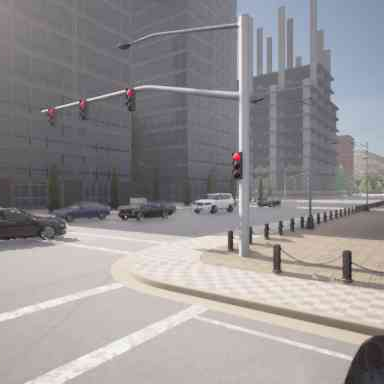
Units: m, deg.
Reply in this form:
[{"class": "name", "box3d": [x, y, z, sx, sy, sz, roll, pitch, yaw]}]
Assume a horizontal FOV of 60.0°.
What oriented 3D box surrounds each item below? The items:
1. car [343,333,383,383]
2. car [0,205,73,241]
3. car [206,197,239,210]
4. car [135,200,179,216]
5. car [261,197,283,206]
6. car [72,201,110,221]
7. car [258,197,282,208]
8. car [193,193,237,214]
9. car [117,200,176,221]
[{"class": "car", "box3d": [3.017, 1.564, 1.816, 4.181, 1.385, 1.994, 0, 0, 36]}, {"class": "car", "box3d": [-8.170, 1.448, 14.687, 4.892, 1.490, 1.837, 0, 2, -37]}, {"class": "car", "box3d": [4.023, 1.432, 42.991, 2.128, 1.511, 4.902, 0, 0, 36]}, {"class": "car", "box3d": [-3.404, 1.505, 32.695, 1.994, 1.385, 4.181, 0, 0, 36]}, {"class": "car", "box3d": [13.483, 1.584, 55.959, 1.895, 1.301, 4.718, 0, 0, 36]}, {"class": "car", "box3d": [-8.485, 1.467, 25.659, 1.812, 1.442, 4.674, 0, 0, 38]}, {"class": "car", "box3d": [10.881, 1.419, 46.488, 1.882, 1.535, 5.008, 0, 0, 36]}, {"class": "car", "box3d": [2.334, 1.162, 34.667, 2.150, 2.045, 5.566, 0, 0, 36]}, {"class": "car", "box3d": [-3.615, 1.542, 26.417, 1.895, 1.301, 4.718, 0, 0, 36]}]
